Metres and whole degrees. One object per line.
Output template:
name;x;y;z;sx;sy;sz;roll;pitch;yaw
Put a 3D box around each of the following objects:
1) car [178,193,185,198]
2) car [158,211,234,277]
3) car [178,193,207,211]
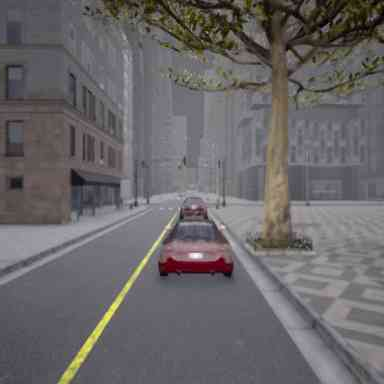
car;-2.897;1.046;92.127;1.895;1.301;4.718;0;0;0
car;0.107;1.495;10.053;1.994;1.385;4.181;0;0;0
car;0.128;1.174;26.806;2.097;1.767;4.553;0;0;0
